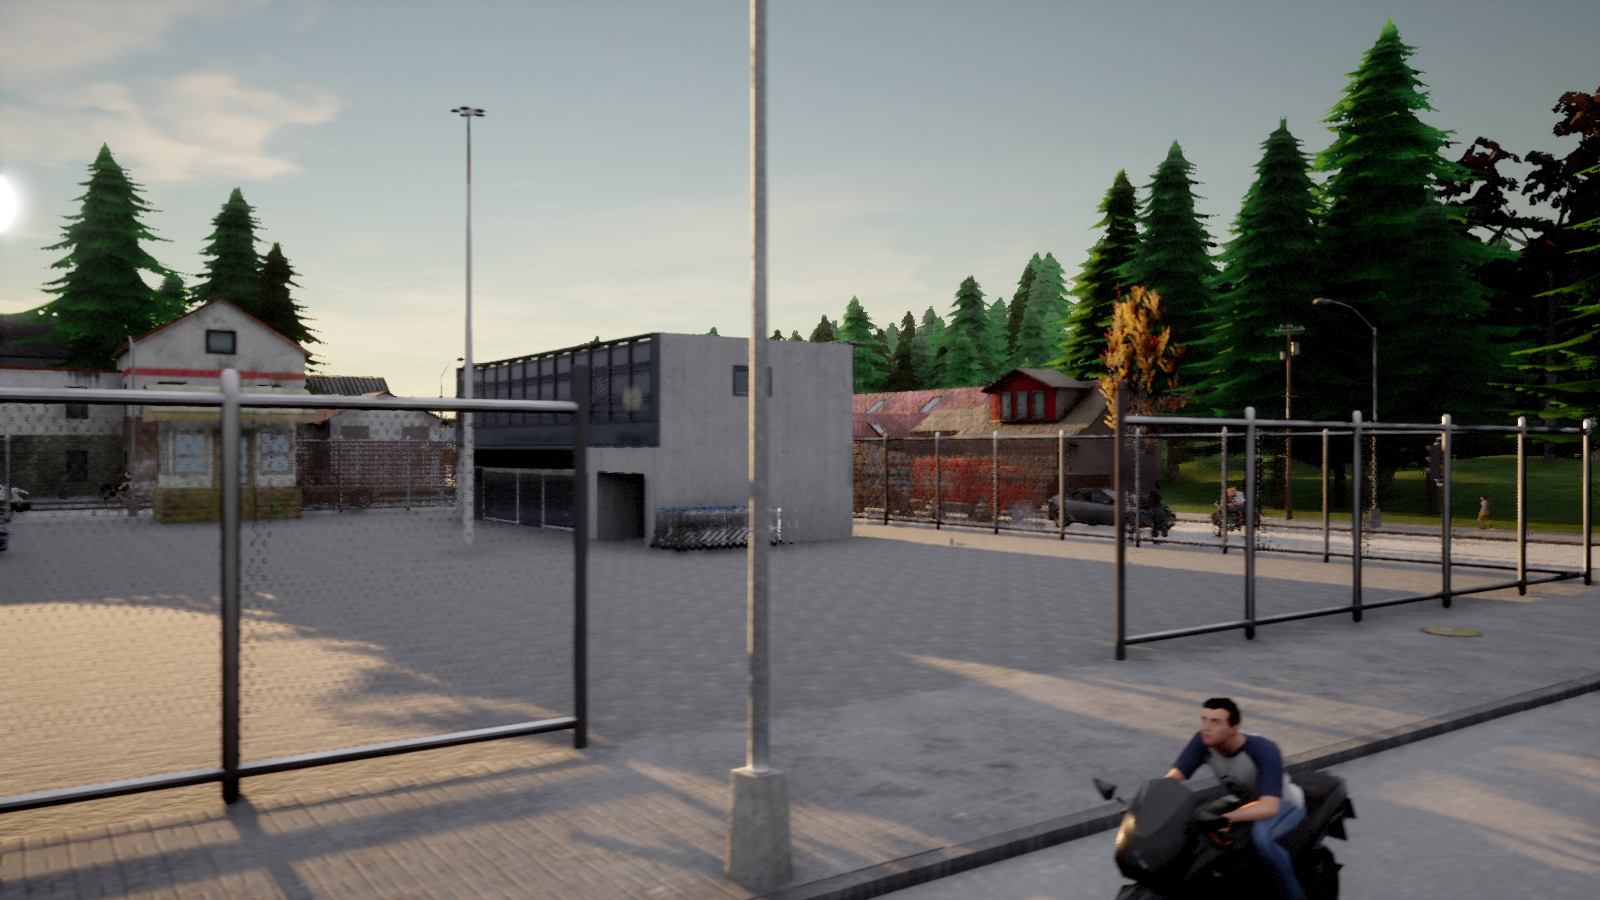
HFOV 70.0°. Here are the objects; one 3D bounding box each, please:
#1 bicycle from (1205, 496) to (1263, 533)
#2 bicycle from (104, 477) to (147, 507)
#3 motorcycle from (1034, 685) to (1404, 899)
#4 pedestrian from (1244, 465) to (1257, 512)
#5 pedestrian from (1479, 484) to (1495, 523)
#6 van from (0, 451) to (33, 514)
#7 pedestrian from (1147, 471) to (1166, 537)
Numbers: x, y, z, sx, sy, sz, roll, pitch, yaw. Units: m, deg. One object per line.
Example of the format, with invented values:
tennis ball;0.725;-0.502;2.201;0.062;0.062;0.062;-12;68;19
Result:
bicycle;13.732;2.036;36.185;0.859;1.080;1.487;0;0;-35
bicycle;-31.160;1.936;52.790;1.643;1.296;0.373;0;0;-35
motorcycle;2.238;1.993;5.986;2.033;1.145;0.803;0;0;-35
pedestrian;17.841;1.525;45.239;0.375;1.860;0.375;0;0;2
pedestrian;23.151;1.806;38.497;0.375;1.300;0.375;0;0;-38
van;-34.263;1.315;45.710;5.915;2.561;1.988;0;0;-35
pedestrian;10.055;1.516;32.212;0.375;1.860;0.375;0;0;-35
